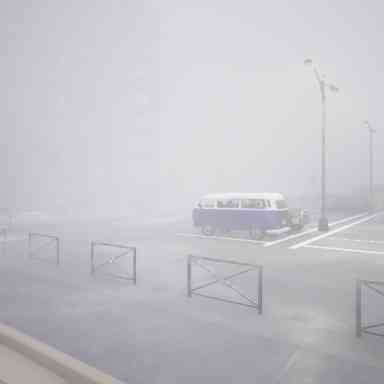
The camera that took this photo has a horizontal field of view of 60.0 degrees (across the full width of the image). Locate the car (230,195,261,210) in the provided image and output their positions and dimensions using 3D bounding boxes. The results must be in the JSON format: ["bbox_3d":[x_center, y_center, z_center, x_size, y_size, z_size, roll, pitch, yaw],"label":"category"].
[{"bbox_3d":[7.983,1.545,49.631,1.895,1.301,4.718,0,0,36],"label":"car"}]

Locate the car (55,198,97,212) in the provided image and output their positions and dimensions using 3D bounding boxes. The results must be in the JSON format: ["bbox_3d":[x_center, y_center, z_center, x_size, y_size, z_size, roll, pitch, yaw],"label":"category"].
[{"bbox_3d":[-13.319,1.422,38.325,1.882,1.535,5.008,0,0,36],"label":"car"}]

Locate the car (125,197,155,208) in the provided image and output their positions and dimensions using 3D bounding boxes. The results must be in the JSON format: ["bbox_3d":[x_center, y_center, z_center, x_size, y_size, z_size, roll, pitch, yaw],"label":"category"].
[{"bbox_3d":[-7.246,1.436,46.758,2.128,1.511,4.902,0,0,36],"label":"car"}]

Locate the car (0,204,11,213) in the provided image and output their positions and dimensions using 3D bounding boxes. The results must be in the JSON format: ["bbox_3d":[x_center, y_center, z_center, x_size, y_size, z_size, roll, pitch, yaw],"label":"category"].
[{"bbox_3d":[-19.376,1.492,29.908,2.033,1.411,5.357,0,0,36],"label":"car"}]

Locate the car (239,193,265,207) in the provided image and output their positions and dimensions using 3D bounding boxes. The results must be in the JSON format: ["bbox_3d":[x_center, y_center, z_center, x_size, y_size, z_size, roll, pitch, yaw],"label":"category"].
[{"bbox_3d":[10.795,1.449,59.537,1.837,1.490,4.892,0,0,36],"label":"car"}]

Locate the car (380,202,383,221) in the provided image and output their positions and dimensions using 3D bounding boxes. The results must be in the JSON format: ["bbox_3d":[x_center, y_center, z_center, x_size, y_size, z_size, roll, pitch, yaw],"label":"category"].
[{"bbox_3d":[17.298,1.153,25.445,4.605,1.855,1.932,0,0,36],"label":"car"}]
